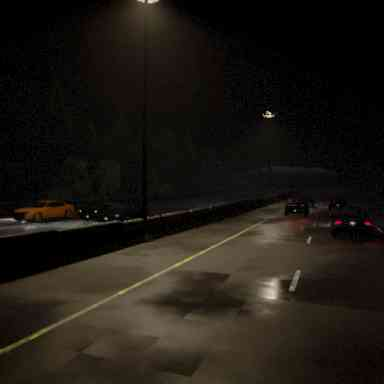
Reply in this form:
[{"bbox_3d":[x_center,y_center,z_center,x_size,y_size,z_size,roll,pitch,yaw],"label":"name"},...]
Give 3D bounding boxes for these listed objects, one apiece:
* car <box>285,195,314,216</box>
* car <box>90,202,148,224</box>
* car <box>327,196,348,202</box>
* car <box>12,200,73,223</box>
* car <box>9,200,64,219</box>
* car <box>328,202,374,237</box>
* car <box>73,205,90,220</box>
[{"bbox_3d":[9.454,1.299,29.716,2.128,1.511,4.902,0,1,22],"label":"car"},{"bbox_3d":[-4.761,1.495,23.105,1.994,1.385,4.181,0,0,22],"label":"car"},{"bbox_3d":[15.927,1.190,36.382,1.837,1.490,4.892,0,0,22],"label":"car"},{"bbox_3d":[-11.281,1.415,25.657,1.882,1.535,5.008,0,0,22],"label":"car"},{"bbox_3d":[-13.567,1.483,29.336,1.994,1.385,4.181,0,1,22],"label":"car"},{"bbox_3d":[8.294,1.468,17.514,2.033,1.411,5.357,0,0,22],"label":"car"},{"bbox_3d":[-6.992,1.511,26.923,1.895,1.301,4.718,0,0,22],"label":"car"}]
